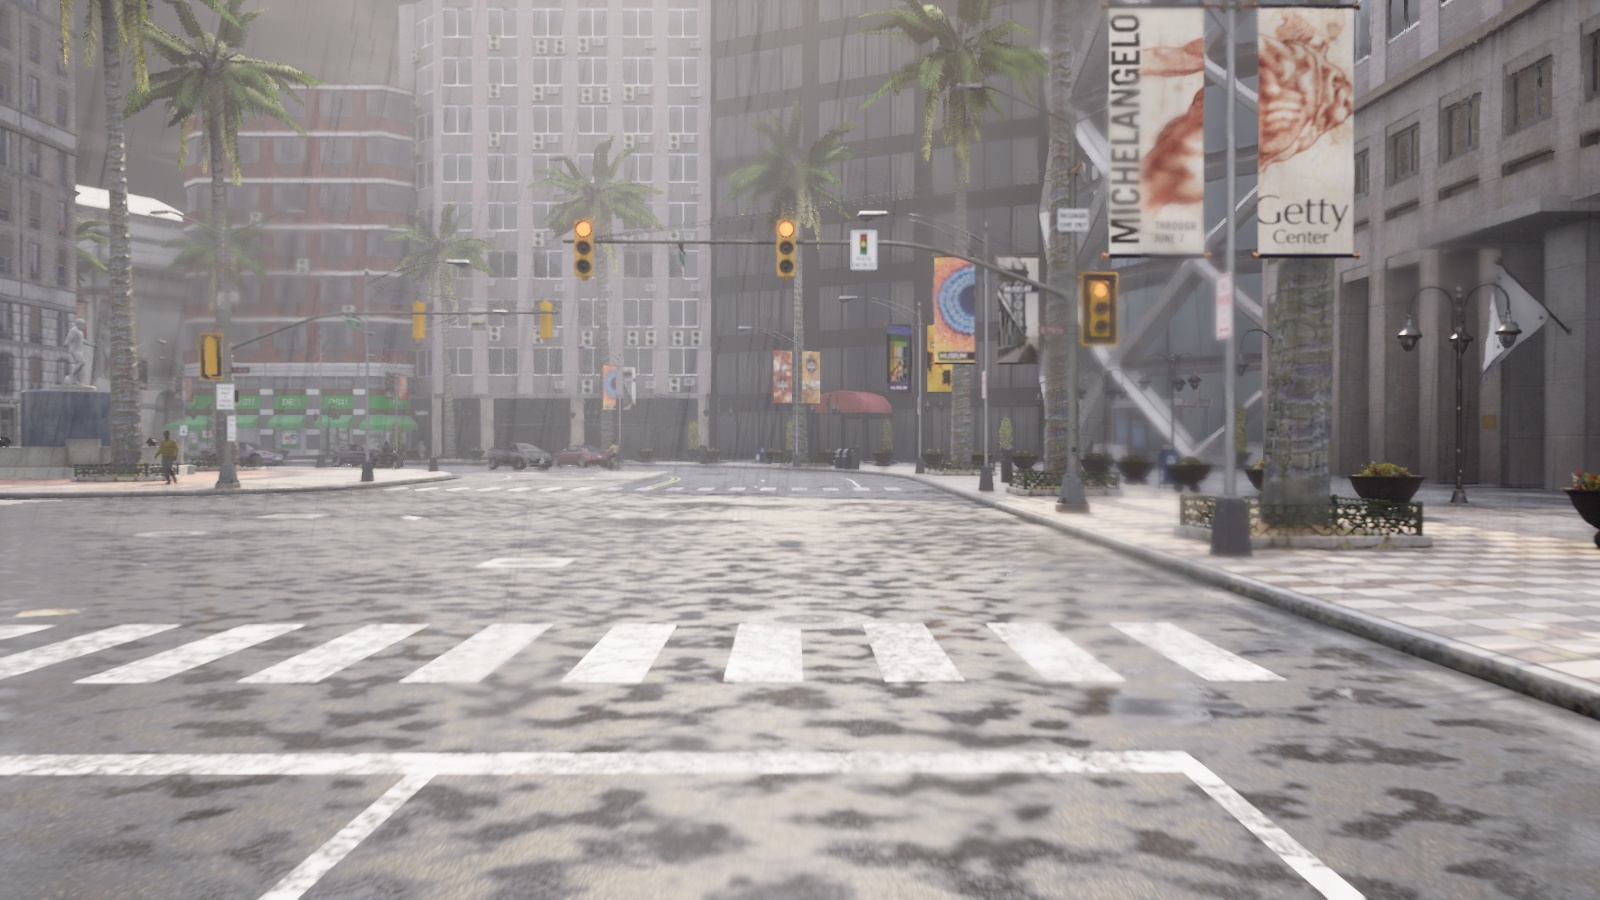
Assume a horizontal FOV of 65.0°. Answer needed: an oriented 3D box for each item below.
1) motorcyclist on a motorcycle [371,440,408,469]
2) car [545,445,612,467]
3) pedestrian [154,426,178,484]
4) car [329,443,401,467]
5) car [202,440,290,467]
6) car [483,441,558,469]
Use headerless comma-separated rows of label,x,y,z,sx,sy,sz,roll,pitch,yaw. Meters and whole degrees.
motorcyclist on a motorcycle,-24.037,0.263,73.520,2.350,1.649,0.766,0,1,33
car,-13.946,0.354,79.018,4.181,1.385,1.994,0,0,42
pedestrian,-20.444,0.158,40.507,0.431,1.840,0.709,0,0,-1
car,-27.579,0.289,79.595,4.193,1.474,1.816,0,0,24
car,-34.716,0.205,78.679,4.856,1.649,2.033,0,0,16
car,-15.878,0.279,71.214,4.514,1.525,2.007,0,0,44
